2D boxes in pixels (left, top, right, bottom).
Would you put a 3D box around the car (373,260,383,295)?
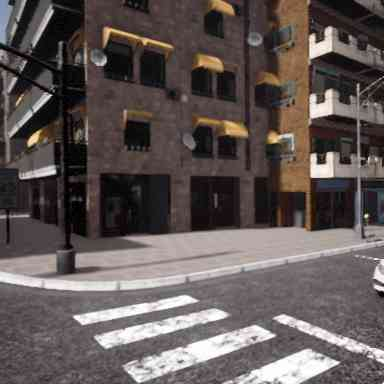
[{"bbox_3d":[6.149,1.638,7.783,4.674,1.442,1.812,0,0,-35],"label":"car"}]
